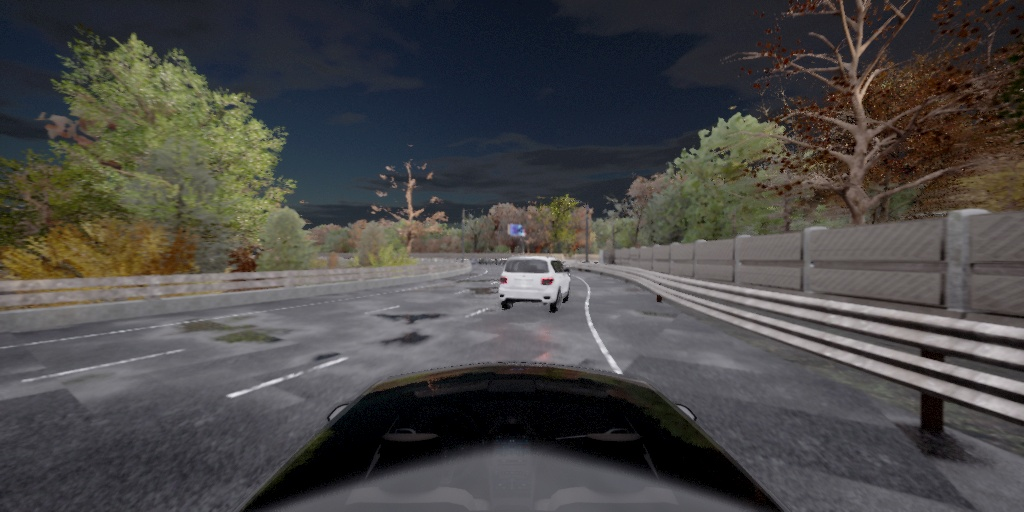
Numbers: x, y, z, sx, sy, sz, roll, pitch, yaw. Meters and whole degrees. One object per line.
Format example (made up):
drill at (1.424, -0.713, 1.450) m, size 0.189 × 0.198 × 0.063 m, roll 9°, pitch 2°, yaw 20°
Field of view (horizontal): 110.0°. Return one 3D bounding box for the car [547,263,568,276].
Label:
car at (5.151, 1.523, 41.284) m, size 1.994 × 1.385 × 4.181 m, roll 1°, pitch 0°, yaw 2°

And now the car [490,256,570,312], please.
car at (1.108, 1.036, 14.943) m, size 2.150 × 2.045 × 5.566 m, roll 1°, pitch 0°, yaw 15°
